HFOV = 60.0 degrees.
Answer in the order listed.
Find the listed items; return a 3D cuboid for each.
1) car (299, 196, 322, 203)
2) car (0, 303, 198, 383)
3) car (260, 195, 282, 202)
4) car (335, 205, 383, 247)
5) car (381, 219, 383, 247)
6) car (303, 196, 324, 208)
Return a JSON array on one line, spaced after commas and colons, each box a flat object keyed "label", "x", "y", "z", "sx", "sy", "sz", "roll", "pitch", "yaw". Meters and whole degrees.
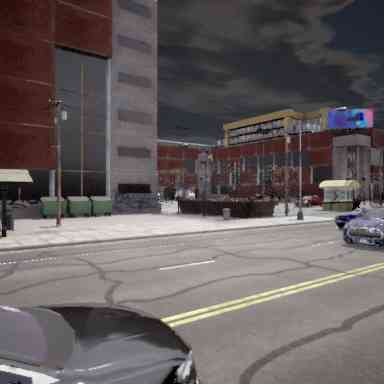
[{"label": "car", "x": 23.513, "y": 1.459, "z": 66.187, "sx": 4.674, "sy": 1.452, "sz": 2.002, "roll": 0, "pitch": 0, "yaw": -36}, {"label": "car", "x": -2.173, "y": 1.492, "z": 2.197, "sx": 4.902, "sy": 1.511, "sz": 2.128, "roll": 0, "pitch": 0, "yaw": -36}, {"label": "car", "x": 17.692, "y": 1.437, "z": 74.326, "sx": 4.786, "sy": 1.482, "sz": 2.161, "roll": 0, "pitch": 0, "yaw": -36}, {"label": "car", "x": 8.583, "y": 1.362, "z": 14.436, "sx": 4.553, "sy": 1.767, "sz": 2.097, "roll": 0, "pitch": 0, "yaw": -36}, {"label": "car", "x": 7.468, "y": 1.485, "z": 9.129, "sx": 5.008, "sy": 1.535, "sz": 1.882, "roll": 0, "pitch": 0, "yaw": -35}, {"label": "car", "x": 16.626, "y": 1.282, "z": 47.118, "sx": 4.553, "sy": 1.767, "sz": 2.185, "roll": 0, "pitch": 0, "yaw": -36}]
